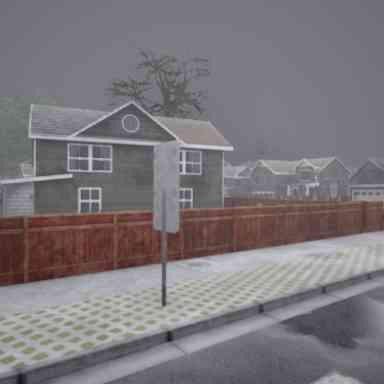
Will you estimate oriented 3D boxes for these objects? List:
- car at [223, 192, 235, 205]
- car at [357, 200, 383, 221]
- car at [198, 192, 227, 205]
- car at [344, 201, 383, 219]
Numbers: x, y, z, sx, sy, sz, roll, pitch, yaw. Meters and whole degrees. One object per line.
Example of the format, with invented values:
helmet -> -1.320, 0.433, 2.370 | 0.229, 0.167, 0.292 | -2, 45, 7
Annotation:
car -> 4.525, 1.146, 45.497 | 2.097, 1.767, 4.553 | 0, 0, -27
car -> 13.652, 1.407, 25.516 | 1.837, 1.490, 4.892 | 0, 0, -23
car -> 3.320, 0.991, 54.191 | 2.150, 2.045, 5.566 | 0, 0, -28
car -> 15.744, 1.502, 28.559 | 1.895, 1.301, 4.718 | 0, 0, -25
